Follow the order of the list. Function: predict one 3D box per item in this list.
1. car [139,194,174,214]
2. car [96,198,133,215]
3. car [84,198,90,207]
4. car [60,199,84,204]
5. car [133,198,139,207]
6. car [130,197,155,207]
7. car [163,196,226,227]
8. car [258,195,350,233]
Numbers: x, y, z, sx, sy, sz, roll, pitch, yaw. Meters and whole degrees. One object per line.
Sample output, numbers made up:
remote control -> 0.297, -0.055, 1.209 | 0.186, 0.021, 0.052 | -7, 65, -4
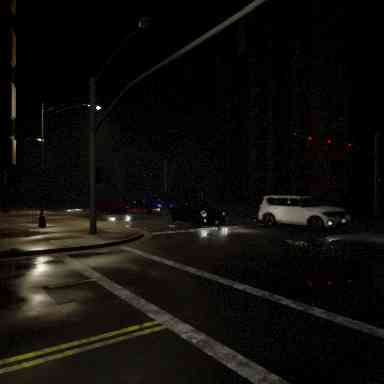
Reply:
car -> -2.708, 1.222, 32.887 | 2.150, 2.045, 5.566 | 0, 0, -36
car -> -8.428, 1.478, 34.797 | 1.882, 1.535, 5.008 | 0, 1, -36
car -> -14.365, 1.547, 49.011 | 2.033, 1.411, 5.357 | 0, 0, -36
car -> -17.421, 1.206, 47.269 | 1.994, 1.385, 4.181 | 0, 0, -36
car -> -8.527, 1.525, 47.086 | 1.812, 1.442, 4.674 | 0, 0, -36
car -> -7.830, 1.525, 52.079 | 1.812, 1.442, 4.674 | 0, 0, -37
car -> 0.261, 1.351, 22.880 | 2.097, 1.767, 4.553 | 0, 0, -36
car -> 6.561, 1.223, 20.189 | 2.150, 2.045, 5.566 | 0, 0, -36
